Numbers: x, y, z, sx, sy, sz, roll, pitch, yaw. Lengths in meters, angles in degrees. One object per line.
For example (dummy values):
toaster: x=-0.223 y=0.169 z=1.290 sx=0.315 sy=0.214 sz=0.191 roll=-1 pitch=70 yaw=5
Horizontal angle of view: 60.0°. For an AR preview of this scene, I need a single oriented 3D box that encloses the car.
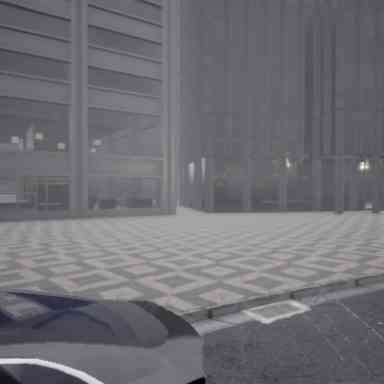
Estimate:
car: x=-2.103 y=1.468 z=1.697 sx=4.902 sy=1.511 sz=2.128 roll=0 pitch=1 yaw=-34
